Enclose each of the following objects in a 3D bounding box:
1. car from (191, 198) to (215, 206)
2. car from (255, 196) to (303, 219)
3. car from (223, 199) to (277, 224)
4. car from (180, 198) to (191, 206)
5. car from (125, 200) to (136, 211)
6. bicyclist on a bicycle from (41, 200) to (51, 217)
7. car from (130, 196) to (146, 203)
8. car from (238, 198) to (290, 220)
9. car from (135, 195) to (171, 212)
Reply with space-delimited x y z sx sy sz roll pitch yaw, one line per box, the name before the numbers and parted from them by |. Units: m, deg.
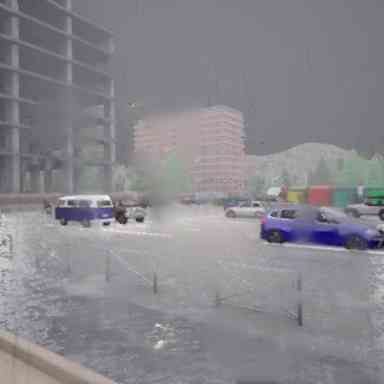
car | 2.504 1.794 62.278 2.128 1.511 4.902 -1 0 35
car | 7.874 1.282 32.162 4.605 1.855 1.932 -1 0 36
car | 4.662 1.524 27.600 3.806 1.475 1.970 -1 0 36
car | -0.353 1.817 64.300 1.882 1.535 5.008 -1 0 35
car | -7.858 1.830 53.656 2.128 1.511 4.902 -1 0 36
bicyclist on a bicycle | -14.081 1.562 32.117 1.656 1.620 0.582 -1 -1 35
car | -13.605 1.912 83.974 1.851 1.617 3.988 -1 0 36
car | 6.351 1.492 29.952 3.905 1.438 1.784 -1 0 36
car | -5.542 1.526 50.893 2.150 2.045 5.566 -1 0 36
